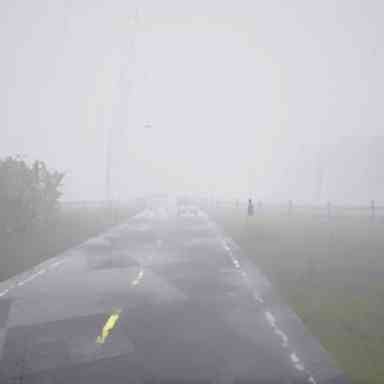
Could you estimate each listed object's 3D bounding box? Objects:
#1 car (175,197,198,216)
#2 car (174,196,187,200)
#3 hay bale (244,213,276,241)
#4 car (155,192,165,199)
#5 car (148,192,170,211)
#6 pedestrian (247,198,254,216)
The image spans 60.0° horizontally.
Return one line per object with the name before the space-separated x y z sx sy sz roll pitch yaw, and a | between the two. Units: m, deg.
car | -0.452 1.442 30.843 1.895 1.301 4.718 0 0 -2
car | -1.244 1.290 44.436 1.837 1.490 4.892 0 1 -4
hay bale | 3.082 1.573 15.192 1.220 1.180 1.240 0 0 -1
car | -7.665 0.803 78.531 2.128 1.511 4.902 0 0 -8
car | -3.748 1.030 38.281 2.150 2.045 5.566 0 0 -3
pedestrian | 2.772 1.191 16.009 0.375 1.860 0.375 0 0 -2
